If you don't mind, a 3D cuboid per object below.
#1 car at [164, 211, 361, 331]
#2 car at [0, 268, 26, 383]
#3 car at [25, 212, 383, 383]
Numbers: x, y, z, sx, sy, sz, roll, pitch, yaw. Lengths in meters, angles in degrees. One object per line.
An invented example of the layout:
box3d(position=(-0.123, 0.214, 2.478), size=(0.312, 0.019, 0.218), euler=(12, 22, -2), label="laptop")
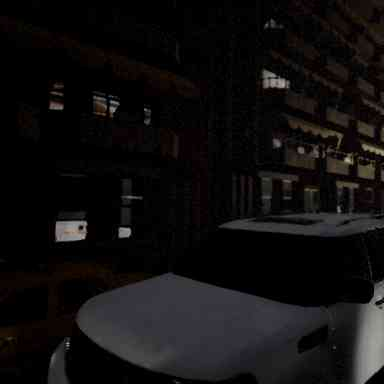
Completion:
box3d(position=(1.982, 1.498, 8.205), size=(5.009, 1.841, 2.192), euler=(1, 0, -42), label="car")
box3d(position=(-2.271, 1.634, 4.405), size=(4.829, 1.417, 1.752), euler=(1, 0, -42), label="car")
box3d(position=(1.265, 1.319, 4.159), size=(5.566, 2.045, 2.150), euler=(1, -2, -42), label="car")
